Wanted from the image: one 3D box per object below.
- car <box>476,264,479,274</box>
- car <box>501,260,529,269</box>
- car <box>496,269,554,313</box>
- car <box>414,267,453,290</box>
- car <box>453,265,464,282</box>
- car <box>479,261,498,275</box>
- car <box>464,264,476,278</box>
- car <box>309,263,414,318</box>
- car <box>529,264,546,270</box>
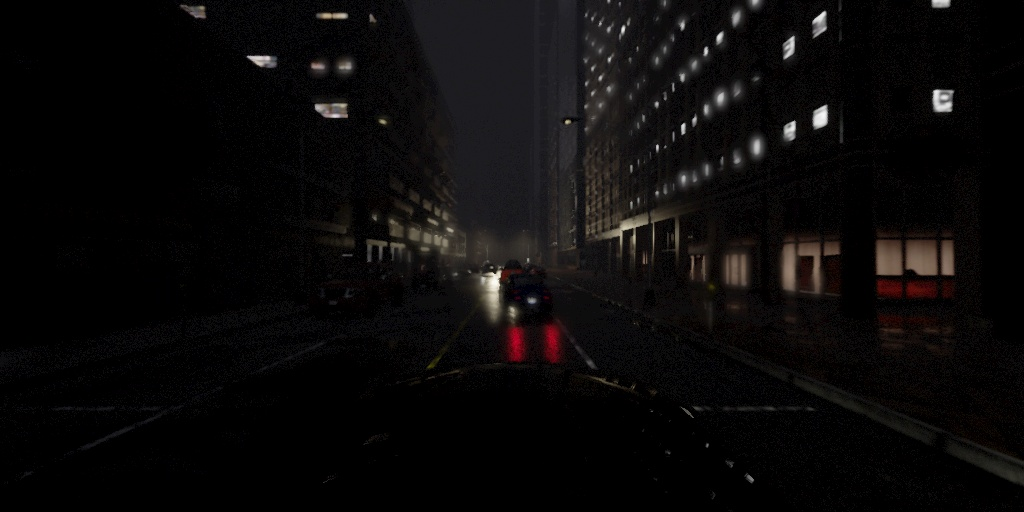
[{"bbox_3d":[-5.672,1.901,53.435,1.888,1.381,4.507,0,0,0],"label":"car"},{"bbox_3d":[0.100,1.441,31.235,2.097,1.767,4.553,0,-1,0],"label":"car"},{"bbox_3d":[0.485,1.426,14.863,1.812,1.442,4.674,0,-1,-6],"label":"car"},{"bbox_3d":[-5.682,1.585,25.194,1.948,1.339,4.313,0,0,0],"label":"car"},{"bbox_3d":[-5.680,1.636,30.842,2.007,1.370,4.403,0,0,0],"label":"car"},{"bbox_3d":[-3.022,1.811,49.268,1.837,1.490,4.892,0,-1,1],"label":"car"},{"bbox_3d":[-5.676,1.744,41.969,1.751,1.417,4.829,0,0,0],"label":"car"},{"bbox_3d":[-5.687,1.204,13.898,2.192,1.841,5.009,0,0,0],"label":"car"},{"bbox_3d":[2.702,1.734,36.487,1.802,1.307,4.207,0,0,0],"label":"car"}]
